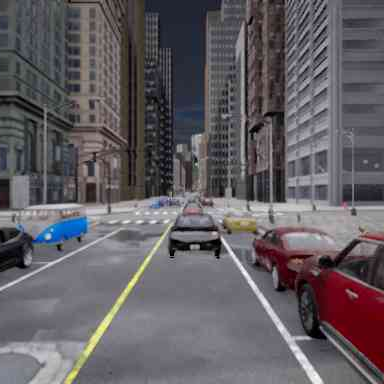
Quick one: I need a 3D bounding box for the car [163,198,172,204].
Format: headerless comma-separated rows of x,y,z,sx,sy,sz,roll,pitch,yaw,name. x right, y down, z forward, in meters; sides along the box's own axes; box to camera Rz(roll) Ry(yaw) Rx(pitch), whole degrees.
-5.785,2.051,79.756,1.802,1.307,4.206,0,0,0,car

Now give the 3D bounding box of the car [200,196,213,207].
2.769,1.874,57.639,1.887,1.381,4.507,0,0,0,car

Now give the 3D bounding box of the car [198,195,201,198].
2.763,1.960,74.385,1.752,1.417,4.829,0,0,0,car

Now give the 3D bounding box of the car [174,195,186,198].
-3.009,1.660,74.427,2.150,2.045,5.566,0,0,0,car

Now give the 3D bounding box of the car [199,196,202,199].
2.767,1.908,63.165,1.887,1.381,4.507,0,0,0,car

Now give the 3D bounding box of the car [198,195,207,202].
2.757,1.855,90.793,2.192,1.841,5.009,0,0,0,car

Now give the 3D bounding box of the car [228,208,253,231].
2.764,1.632,19.717,1.752,1.417,4.829,0,0,0,car

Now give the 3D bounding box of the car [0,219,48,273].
-5.766,1.613,8.735,1.947,1.339,4.313,0,0,0,car

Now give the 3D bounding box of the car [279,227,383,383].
2.759,1.335,3.679,2.192,1.841,5.009,0,0,0,car

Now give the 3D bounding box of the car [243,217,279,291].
2.759,1.593,8.967,1.887,1.381,4.507,0,0,0,car

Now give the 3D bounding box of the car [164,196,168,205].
-5.786,1.874,57.657,1.887,1.381,4.507,0,0,0,car

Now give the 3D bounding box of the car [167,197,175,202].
-5.784,2.090,90.806,2.008,1.369,4.403,0,0,0,car

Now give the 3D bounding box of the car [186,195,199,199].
-0.010,1.969,76.934,2.128,1.511,4.902,0,0,0,car

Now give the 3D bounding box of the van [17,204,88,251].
-5.768,1.417,14.149,1.690,1.788,3.998,0,0,0,van

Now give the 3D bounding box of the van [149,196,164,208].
-5.787,1.636,52.133,1.690,1.788,3.998,0,0,0,van

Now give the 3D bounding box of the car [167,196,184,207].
-3.054,1.883,58.759,2.033,1.411,5.357,0,0,1,car

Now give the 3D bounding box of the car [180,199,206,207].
0.082,1.724,32.944,1.994,1.385,4.181,-1,0,0,car

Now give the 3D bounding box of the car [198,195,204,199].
2.765,1.943,68.690,1.887,1.381,4.507,0,0,0,car

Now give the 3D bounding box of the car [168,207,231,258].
0.097,1.562,13.112,2.128,1.511,4.902,0,0,0,car
